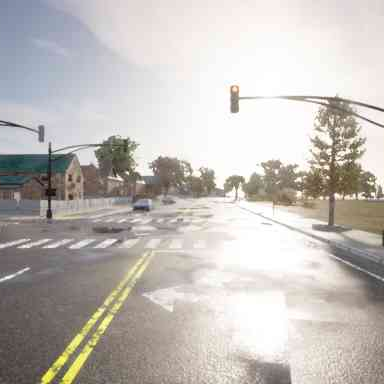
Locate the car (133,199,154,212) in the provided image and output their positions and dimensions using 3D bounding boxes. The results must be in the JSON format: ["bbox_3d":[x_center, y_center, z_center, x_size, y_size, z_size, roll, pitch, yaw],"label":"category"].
[{"bbox_3d":[-5.654,1.548,39.167,1.882,1.535,5.008,0,0,2],"label":"car"}]

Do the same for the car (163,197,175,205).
[{"bbox_3d":[-4.337,1.603,62.884,1.882,1.535,5.008,0,0,4],"label":"car"}]
